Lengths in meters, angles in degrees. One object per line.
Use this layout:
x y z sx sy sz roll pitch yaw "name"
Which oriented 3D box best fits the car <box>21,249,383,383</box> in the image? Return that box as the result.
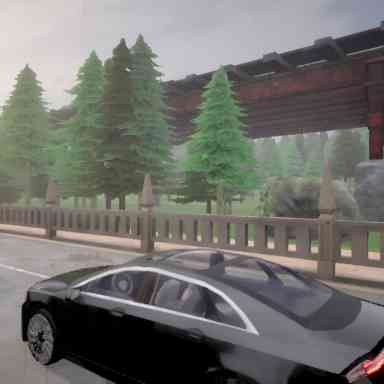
-0.230 1.492 4.161 4.902 1.511 2.128 0 0 36 "car"
